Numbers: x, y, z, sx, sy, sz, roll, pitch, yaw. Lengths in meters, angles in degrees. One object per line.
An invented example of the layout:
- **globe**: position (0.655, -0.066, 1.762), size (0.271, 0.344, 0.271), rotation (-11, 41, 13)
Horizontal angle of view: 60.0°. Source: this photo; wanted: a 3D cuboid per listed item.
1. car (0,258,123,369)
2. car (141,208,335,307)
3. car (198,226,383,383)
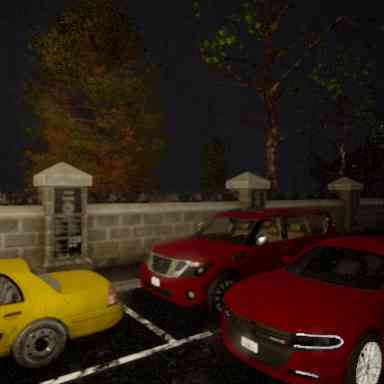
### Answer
- **car**: position (-3.337, 1.526, 4.176), size (4.829, 1.417, 1.752), rotation (0, 0, -35)
- **car**: position (1.386, 1.319, 7.542), size (5.009, 1.841, 2.192), rotation (0, 0, -35)
- **car**: position (2.703, 1.481, 5.272), size (5.008, 1.535, 1.882), rotation (0, 0, -35)
